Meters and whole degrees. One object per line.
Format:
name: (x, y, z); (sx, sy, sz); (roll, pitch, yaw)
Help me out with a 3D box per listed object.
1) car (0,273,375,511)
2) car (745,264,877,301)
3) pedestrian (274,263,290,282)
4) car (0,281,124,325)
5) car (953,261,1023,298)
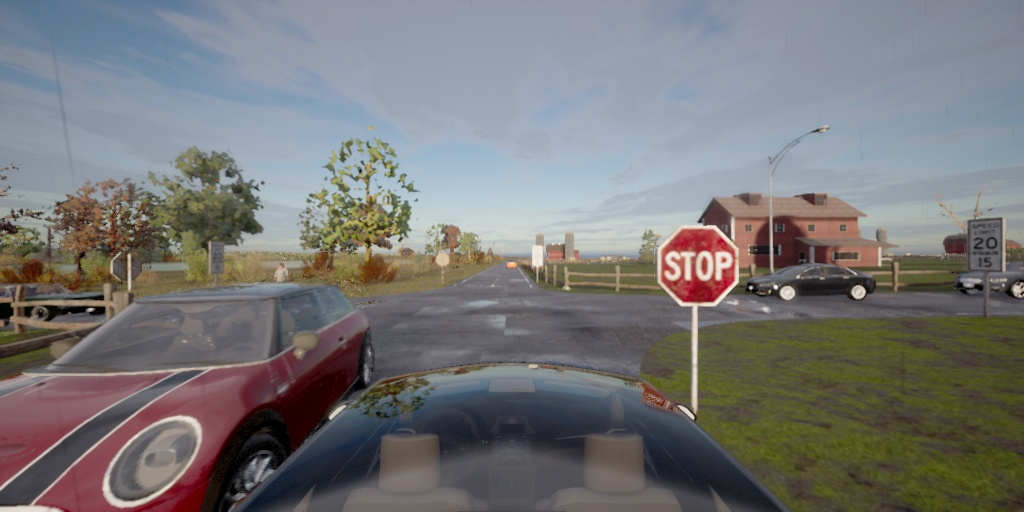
car: (-2.972, 1.115, 3.705); (2.097, 1.767, 4.553); (0, 0, -8)
car: (12.991, 1.132, 15.790); (4.892, 1.490, 1.837); (-1, 0, 2)
pedestrian: (-12.171, 1.282, 18.950); (0.375, 1.860, 0.375); (0, 1, 0)
car: (-17.484, 1.663, 13.032); (4.718, 1.301, 1.895); (-1, 0, 1)
car: (22.446, 0.980, 15.683); (4.902, 1.511, 2.128); (-1, 0, 0)
